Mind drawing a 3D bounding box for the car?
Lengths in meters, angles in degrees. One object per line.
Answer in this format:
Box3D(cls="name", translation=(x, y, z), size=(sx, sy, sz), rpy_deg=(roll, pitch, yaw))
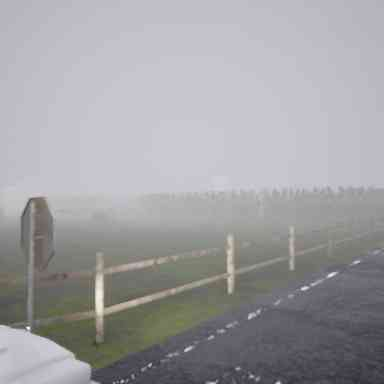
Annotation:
Box3D(cls="car", translation=(-2.882, 1.699, 1.772), size=(1.895, 1.301, 4.718), rpy_deg=(-2, -3, 38))
